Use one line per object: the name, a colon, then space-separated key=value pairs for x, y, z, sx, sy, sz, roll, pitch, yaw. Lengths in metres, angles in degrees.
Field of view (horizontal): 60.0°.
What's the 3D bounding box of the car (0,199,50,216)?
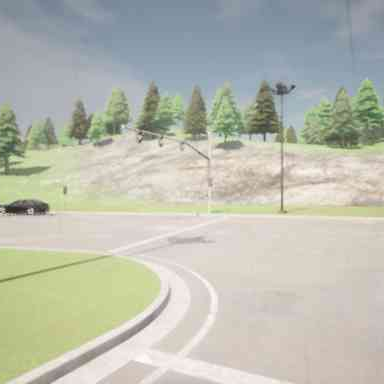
car: x=-15.825 y=1.416 z=31.262 sx=4.892 sy=1.490 sz=1.837 roll=0 pitch=0 yaw=10
